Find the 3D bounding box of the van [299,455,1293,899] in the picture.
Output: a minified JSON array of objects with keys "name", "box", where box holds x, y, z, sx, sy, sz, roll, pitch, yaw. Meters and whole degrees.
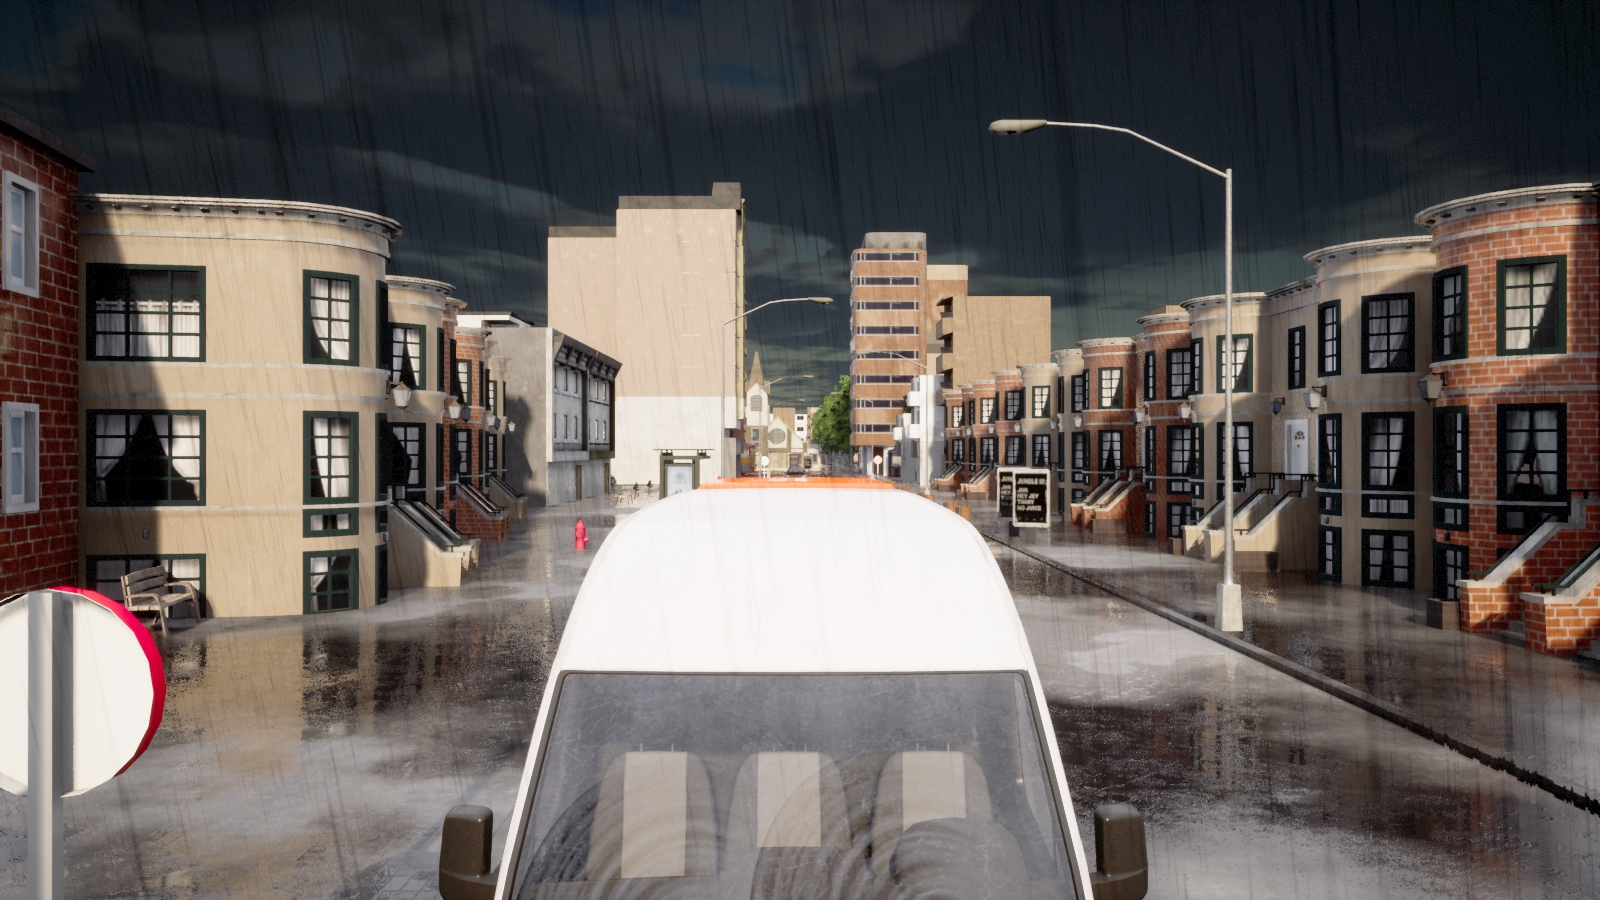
[{"name":"van","box":[-0.019,1.314,5.243,1.988,2.561,5.915,0,0,0]}]
